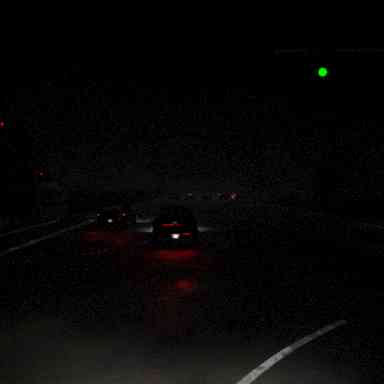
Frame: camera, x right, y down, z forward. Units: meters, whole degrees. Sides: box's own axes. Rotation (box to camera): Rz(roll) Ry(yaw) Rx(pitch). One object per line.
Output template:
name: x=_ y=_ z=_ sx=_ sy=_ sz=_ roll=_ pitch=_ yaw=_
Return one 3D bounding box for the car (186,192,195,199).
car: x=-0.280 y=0.829 z=78.353 sx=2.128 sy=1.511 sz=4.902 roll=0 pitch=0 yaw=1

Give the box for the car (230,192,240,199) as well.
car: x=10.246 y=0.807 z=79.465 sx=2.097 sy=1.767 sz=4.553 roll=0 pitch=0 yaw=1

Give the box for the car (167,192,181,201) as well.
car: x=-3.959 y=0.882 z=70.030 sx=2.097 sy=1.767 sz=4.553 roll=0 pitch=0 yaw=1

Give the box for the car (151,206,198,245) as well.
car: x=-0.789 y=1.403 z=15.100 sx=1.837 sy=1.490 sz=4.892 roll=0 pitch=0 yaw=-4

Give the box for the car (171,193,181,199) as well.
car: x=-3.780 y=0.860 z=78.428 sx=1.994 sy=1.385 sz=4.181 roll=0 pitch=0 yaw=1

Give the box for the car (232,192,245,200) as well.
car: x=10.056 y=1.052 z=70.551 sx=2.033 sy=1.411 sz=5.357 roll=0 pitch=0 yaw=1

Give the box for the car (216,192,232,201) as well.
car: x=6.523 y=0.999 z=69.037 sx=1.882 sy=1.535 sz=5.008 roll=0 pitch=0 yaw=1

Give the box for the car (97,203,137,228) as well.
car: x=-4.599 y=1.391 z=20.719 sx=1.812 sy=1.442 sz=4.674 roll=0 pitch=0 yaw=-2

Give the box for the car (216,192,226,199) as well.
car: x=6.718 y=0.822 z=78.204 sx=2.128 sy=1.511 sz=4.902 roll=0 pitch=0 yaw=1

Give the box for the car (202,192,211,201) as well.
car: x=3.024 y=1.003 z=69.112 sx=1.882 sy=1.535 sz=5.008 roll=0 pitch=0 yaw=1

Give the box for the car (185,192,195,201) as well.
car: x=-0.467 y=1.078 z=69.603 sx=1.994 sy=1.385 sz=4.181 roll=0 pitch=0 yaw=1
